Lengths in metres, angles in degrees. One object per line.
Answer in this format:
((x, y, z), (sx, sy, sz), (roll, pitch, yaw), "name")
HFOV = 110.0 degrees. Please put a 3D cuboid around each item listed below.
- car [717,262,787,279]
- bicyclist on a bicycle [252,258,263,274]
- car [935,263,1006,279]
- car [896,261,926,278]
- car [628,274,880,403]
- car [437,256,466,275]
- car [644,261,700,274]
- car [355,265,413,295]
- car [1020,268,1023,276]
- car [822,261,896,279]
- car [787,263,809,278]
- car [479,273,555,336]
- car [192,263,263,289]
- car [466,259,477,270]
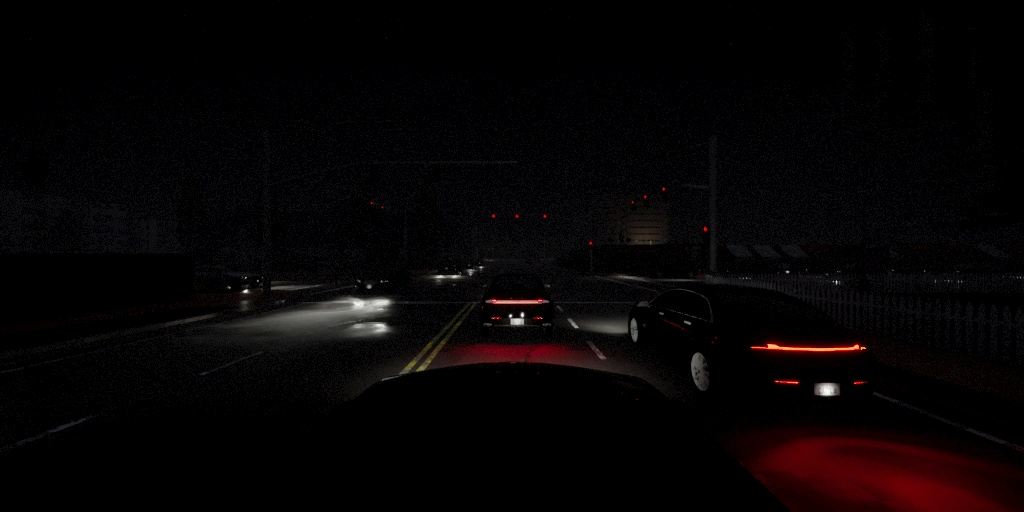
((19.627, 1.241, 30.067), (4.902, 1.511, 2.128), (0, 0, -1), "car")
((-26.161, 1.051, 36.892), (0.582, 1.620, 1.656), (0, 0, -3), "bicyclist on a bicycle")
((38.886, 1.276, 30.411), (4.674, 1.442, 1.812), (0, 0, -1), "car")
((36.001, 1.241, 33.864), (4.902, 1.511, 2.128), (0, 0, -1), "car")
((3.589, 1.255, 6.467), (1.837, 1.490, 4.892), (0, 0, 1), "car")
((-6.855, 0.971, 40.233), (2.150, 2.045, 5.566), (0, 0, 0), "car")
((14.933, 1.255, 33.545), (4.892, 1.490, 1.837), (0, 0, 1), "car")
((-6.987, 1.241, 20.021), (2.128, 1.511, 4.902), (0, 0, 0), "car")
((51.327, 1.315, 34.063), (4.181, 1.385, 1.994), (0, 0, -1), "car")
((28.887, 1.276, 30.231), (4.674, 1.442, 1.812), (0, 0, -1), "car")
((24.672, 1.297, 33.663), (5.357, 1.411, 2.033), (0, 0, -1), "car")
((0.134, 1.242, 10.372), (2.128, 1.511, 4.902), (0, 0, 0), "car")
((-18.154, 1.276, 22.300), (4.674, 1.442, 1.812), (0, 0, 0), "car")
((-6.762, 1.256, 53.626), (1.837, 1.490, 4.892), (0, 0, 0), "car")
